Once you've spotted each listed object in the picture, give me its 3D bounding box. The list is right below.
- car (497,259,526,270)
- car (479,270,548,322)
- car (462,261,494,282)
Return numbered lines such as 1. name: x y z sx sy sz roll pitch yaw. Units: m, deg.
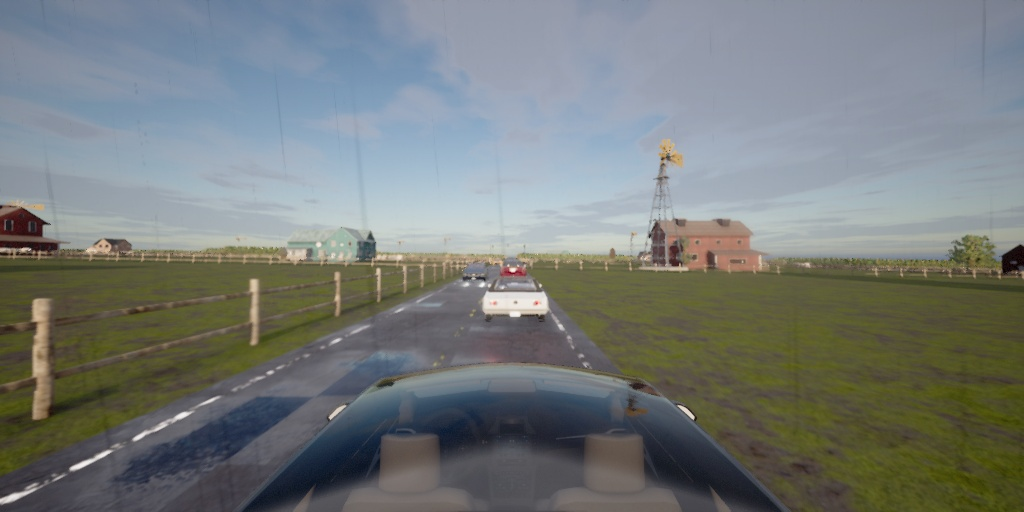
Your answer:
1. car: 0.098 1.103 28.990 2.097 1.767 4.553 0 0 0
2. car: 0.096 1.348 12.295 1.895 1.301 4.718 0 0 0
3. car: -2.847 1.299 29.265 2.033 1.411 5.357 0 0 0
